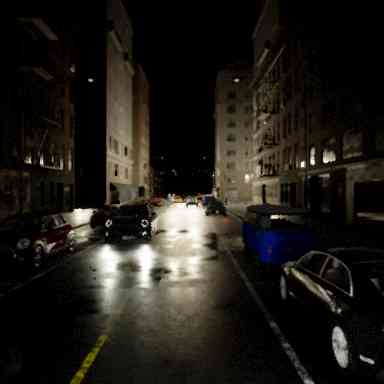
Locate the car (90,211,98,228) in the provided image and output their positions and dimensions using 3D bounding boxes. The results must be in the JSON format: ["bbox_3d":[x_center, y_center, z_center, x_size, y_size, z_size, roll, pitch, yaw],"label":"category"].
[{"bbox_3d":[-5.381,1.557,21.906,2.008,1.369,4.403,0,0,0],"label":"car"}]

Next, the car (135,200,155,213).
[{"bbox_3d":[-5.375,1.596,38.439,1.802,1.307,4.206,0,0,0],"label":"car"}]

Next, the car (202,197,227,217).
[{"bbox_3d":[2.237,1.537,31.786,1.812,1.442,4.674,0,0,0],"label":"car"}]

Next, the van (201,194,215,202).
[{"bbox_3d":[2.654,1.359,49.458,1.690,1.788,3.998,0,0,0],"label":"van"}]

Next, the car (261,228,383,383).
[{"bbox_3d":[2.639,1.551,5.371,2.008,1.369,4.403,0,0,0],"label":"car"}]

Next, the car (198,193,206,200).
[{"bbox_3d":[2.735,1.341,92.341,2.192,1.841,5.009,0,0,0],"label":"car"}]

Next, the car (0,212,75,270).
[{"bbox_3d":[-5.384,1.442,10.884,1.967,1.590,4.097,0,0,0],"label":"car"}]

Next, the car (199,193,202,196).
[{"bbox_3d":[2.655,1.335,54.970,2.192,1.841,5.009,0,0,0],"label":"car"}]

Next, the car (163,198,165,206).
[{"bbox_3d":[-5.372,1.563,49.462,1.887,1.381,4.507,0,0,0],"label":"car"}]

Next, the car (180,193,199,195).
[{"bbox_3d":[0.019,1.505,66.488,2.128,1.511,4.902,0,0,43],"label":"car"}]

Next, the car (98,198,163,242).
[{"bbox_3d":[-2.843,1.356,16.392,2.097,1.767,4.553,0,0,0],"label":"car"}]

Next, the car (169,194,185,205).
[{"bbox_3d":[-2.730,1.536,59.352,1.882,1.535,5.008,0,0,0],"label":"car"}]

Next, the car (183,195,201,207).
[{"bbox_3d":[0.029,1.620,51.563,1.895,1.301,4.718,0,0,0],"label":"car"}]

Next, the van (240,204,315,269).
[{"bbox_3d":[2.640,1.343,10.882,1.690,1.788,3.998,0,0,0],"label":"van"}]
